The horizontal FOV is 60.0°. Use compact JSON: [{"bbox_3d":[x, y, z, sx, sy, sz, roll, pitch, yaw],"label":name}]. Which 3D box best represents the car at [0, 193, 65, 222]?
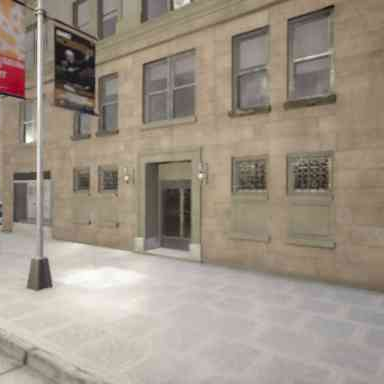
[{"bbox_3d":[-12.885,1.090,25.636,2.150,2.045,5.566,0,0,36],"label":"car"}]

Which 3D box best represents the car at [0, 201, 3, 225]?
[{"bbox_3d":[-13.386,1.374,20.343,1.837,1.490,4.892,-4,-2,35],"label":"car"}]
